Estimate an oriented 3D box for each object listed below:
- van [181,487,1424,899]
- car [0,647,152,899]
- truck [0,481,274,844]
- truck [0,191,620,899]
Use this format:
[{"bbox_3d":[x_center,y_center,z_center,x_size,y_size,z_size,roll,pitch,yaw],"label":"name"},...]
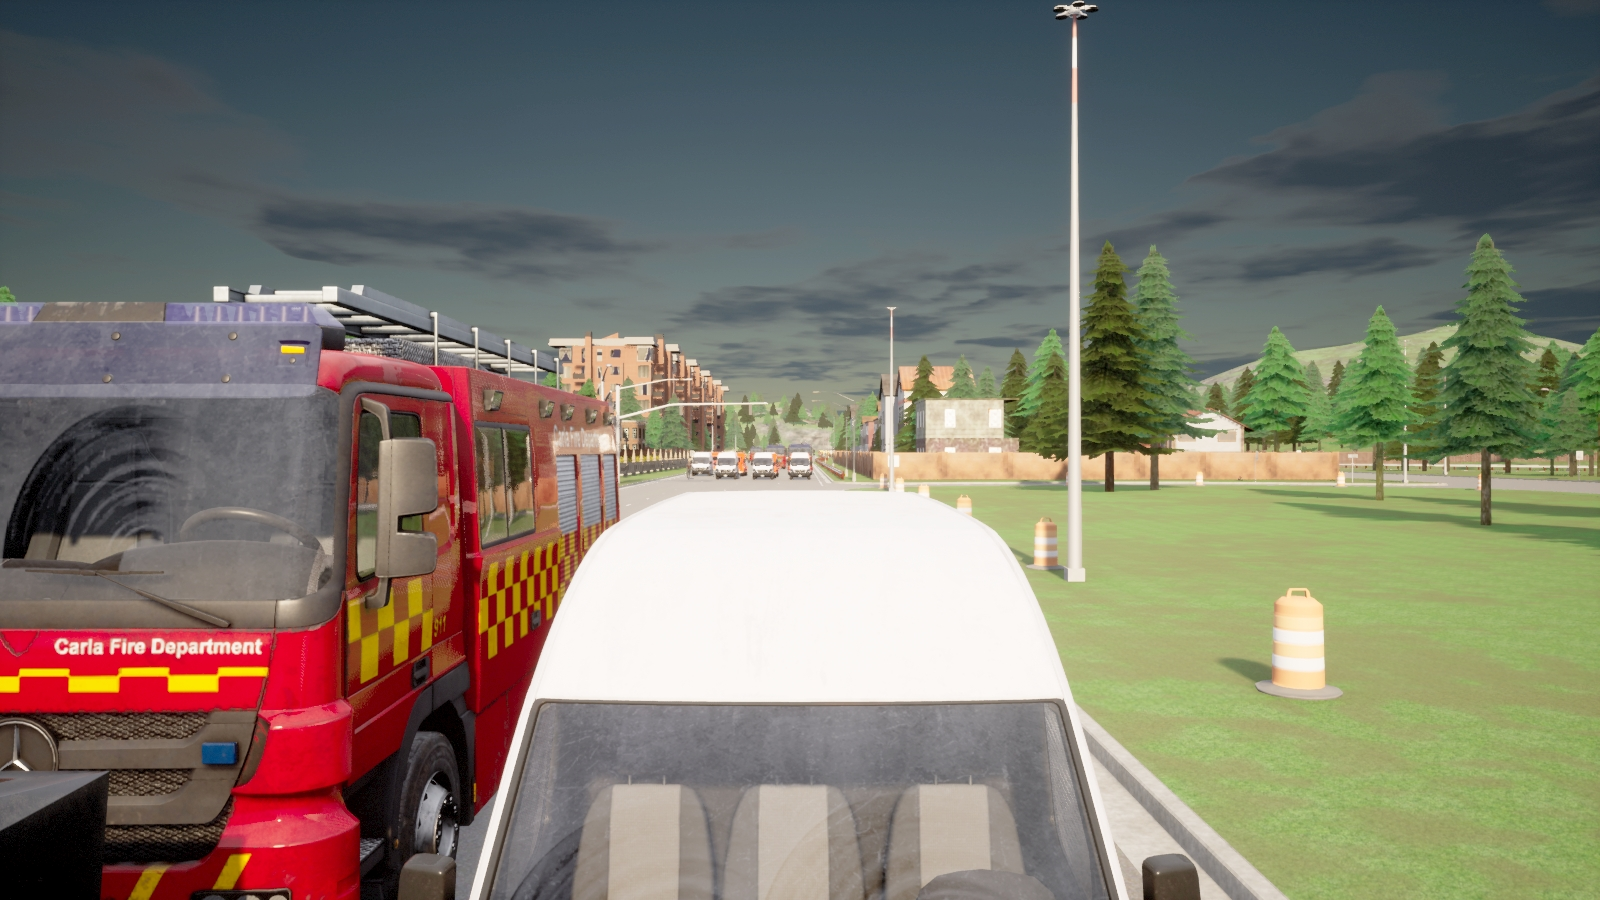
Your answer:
[{"bbox_3d":[0.005,1.534,4.785,1.988,2.561,5.915,0,0,0],"label":"van"},{"bbox_3d":[-3.501,1.754,0.939,2.390,2.098,6.274,0,0,0],"label":"car"},{"bbox_3d":[-6.999,1.568,9.757,2.627,2.467,5.204,0,0,0],"label":"truck"},{"bbox_3d":[-3.494,0.890,8.749,2.891,3.827,8.468,0,0,0],"label":"truck"}]
